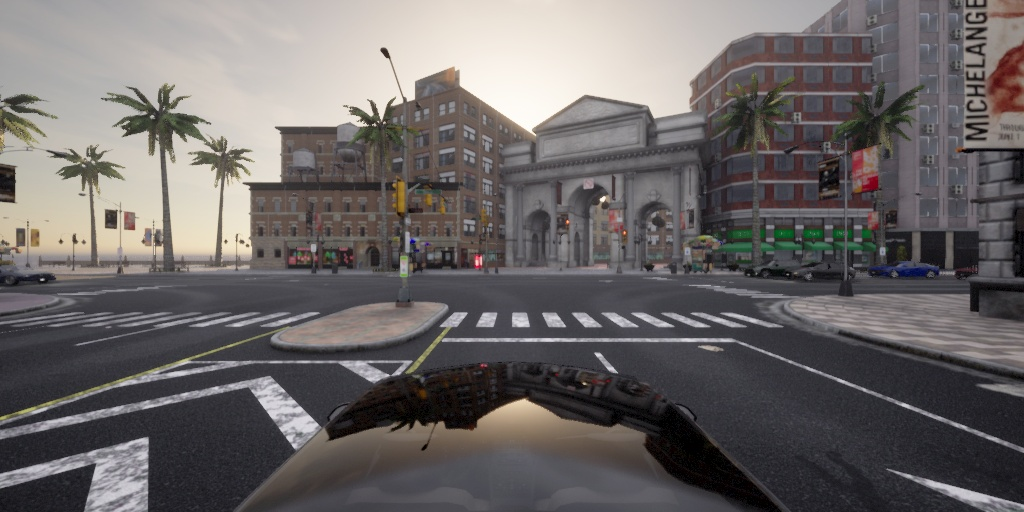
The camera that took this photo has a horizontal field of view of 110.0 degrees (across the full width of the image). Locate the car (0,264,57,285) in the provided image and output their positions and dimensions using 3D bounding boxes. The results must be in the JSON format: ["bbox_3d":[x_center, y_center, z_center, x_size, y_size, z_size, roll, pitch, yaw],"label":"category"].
[{"bbox_3d":[-35.828,1.296,25.337,5.357,1.411,2.033,0,0,0],"label":"car"}]

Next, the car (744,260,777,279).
[{"bbox_3d":[23.440,1.099,32.072,4.553,1.767,2.097,0,0,1],"label":"car"}]

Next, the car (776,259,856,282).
[{"bbox_3d":[24.408,1.255,28.566,4.892,1.490,1.837,1,0,1],"label":"car"}]

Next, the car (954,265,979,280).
[{"bbox_3d":[38.208,1.226,28.301,5.008,1.535,1.882,0,0,3],"label":"car"}]

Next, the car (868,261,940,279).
[{"bbox_3d":[34.735,1.226,31.894,5.008,1.535,1.882,0,0,2],"label":"car"}]
